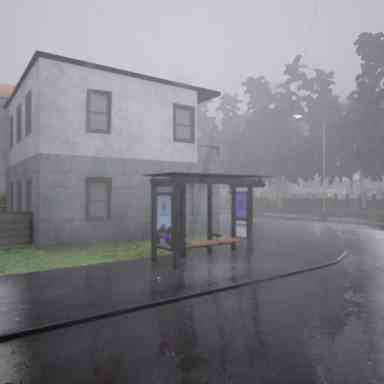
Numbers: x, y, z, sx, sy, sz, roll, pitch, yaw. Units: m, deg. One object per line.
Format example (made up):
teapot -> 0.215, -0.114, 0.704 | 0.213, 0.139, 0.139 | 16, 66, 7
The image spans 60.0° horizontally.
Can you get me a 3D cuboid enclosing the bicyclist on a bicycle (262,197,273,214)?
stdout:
bicyclist on a bicycle -> 7.404, 1.342, 32.573 | 1.656, 1.620, 0.582 | 0, 0, -35
